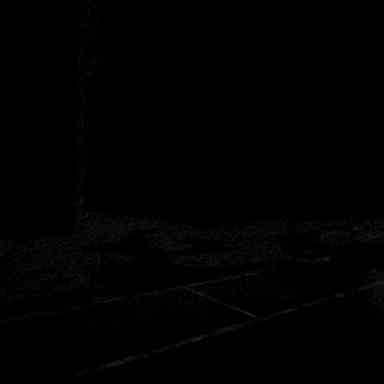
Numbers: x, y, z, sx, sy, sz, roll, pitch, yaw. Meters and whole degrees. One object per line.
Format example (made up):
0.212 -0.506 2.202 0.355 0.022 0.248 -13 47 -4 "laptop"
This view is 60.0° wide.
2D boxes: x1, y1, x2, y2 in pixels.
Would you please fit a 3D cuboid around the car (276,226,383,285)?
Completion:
4.308 1.668 9.718 4.206 1.307 1.802 1 0 -35 "car"
